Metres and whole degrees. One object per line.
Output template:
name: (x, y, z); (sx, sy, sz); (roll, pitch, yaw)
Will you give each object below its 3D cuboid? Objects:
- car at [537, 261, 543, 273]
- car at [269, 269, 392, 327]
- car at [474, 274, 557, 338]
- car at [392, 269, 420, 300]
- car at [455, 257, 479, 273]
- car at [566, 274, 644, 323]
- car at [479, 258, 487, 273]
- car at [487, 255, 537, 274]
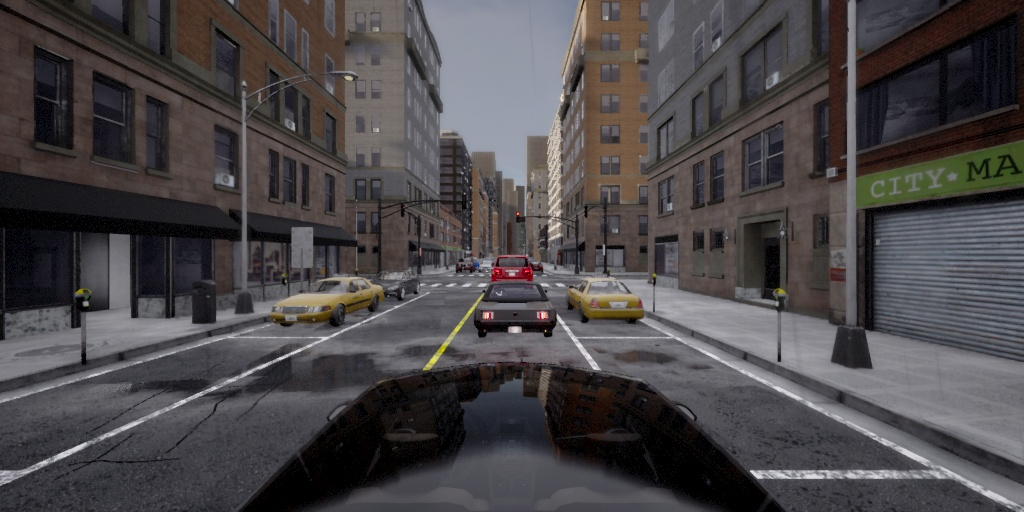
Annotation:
car: (2.869, 1.307, 44.076); (1.888, 1.381, 4.507); (0, 0, 0)
car: (-5.666, 1.276, 11.610); (1.751, 1.417, 4.829); (0, 0, 0)
car: (0.084, 1.351, 10.187); (1.895, 1.301, 4.718); (0, 0, 0)
car: (-5.664, 1.302, 17.305); (2.007, 1.370, 4.403); (0, 0, 0)
car: (-5.656, 1.077, 44.079); (2.192, 1.841, 5.009); (0, 0, 0)
car: (2.860, 1.276, 11.947); (1.751, 1.417, 4.829); (0, 0, 0)
car: (-3.086, 1.288, 44.681); (1.812, 1.442, 4.674); (0, 0, 0)
car: (0.006, 0.974, 19.957); (2.150, 2.045, 5.566); (0, 0, 0)
